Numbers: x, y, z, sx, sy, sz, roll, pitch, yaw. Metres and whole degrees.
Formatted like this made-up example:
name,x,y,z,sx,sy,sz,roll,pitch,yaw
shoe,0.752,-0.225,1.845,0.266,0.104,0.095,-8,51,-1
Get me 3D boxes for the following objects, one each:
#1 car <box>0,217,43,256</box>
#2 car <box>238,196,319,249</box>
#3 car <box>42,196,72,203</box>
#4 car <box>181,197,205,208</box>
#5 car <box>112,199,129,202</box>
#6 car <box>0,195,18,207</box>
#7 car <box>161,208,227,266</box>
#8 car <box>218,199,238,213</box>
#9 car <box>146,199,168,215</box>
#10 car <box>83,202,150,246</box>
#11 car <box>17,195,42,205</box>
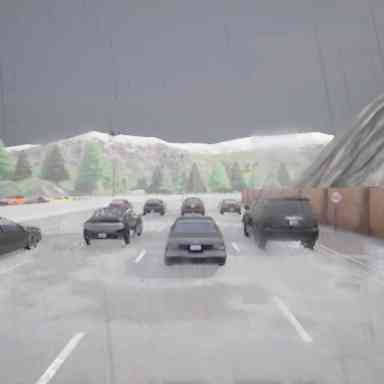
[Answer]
name,x,y,z,sx,sy,sz,roll,pitch,yaw
car,-6.907,1.505,10.899,2.033,1.411,5.357,0,0,0
car,3.591,1.164,14.411,2.150,2.045,5.566,0,0,0
car,-17.595,1.306,44.281,1.882,1.535,5.008,0,0,0
car,0.079,1.231,30.700,2.097,1.767,4.553,0,0,0
car,-6.922,1.400,32.205,1.812,1.442,4.674,0,0,0
car,-24.584,1.177,45.637,2.097,1.767,4.553,0,0,0
car,0.093,1.503,11.281,2.033,1.411,5.357,0,0,0
car,3.579,1.398,32.129,1.812,1.442,4.674,0,0,0
car,-3.420,1.383,31.119,1.837,1.490,4.892,0,0,0
car,-3.410,1.432,15.046,2.128,1.511,4.902,0,0,0
car,-21.094,1.353,44.824,1.812,1.442,4.674,0,0,0
